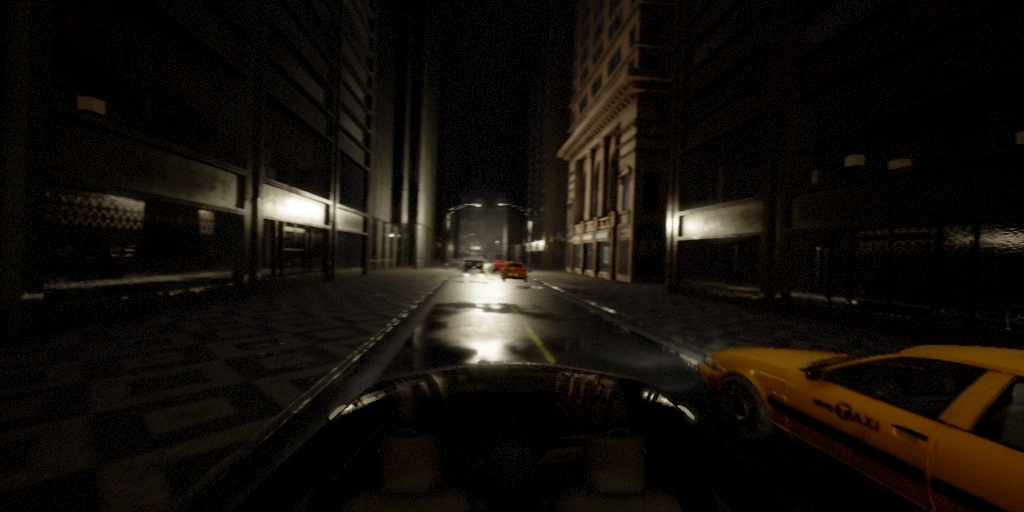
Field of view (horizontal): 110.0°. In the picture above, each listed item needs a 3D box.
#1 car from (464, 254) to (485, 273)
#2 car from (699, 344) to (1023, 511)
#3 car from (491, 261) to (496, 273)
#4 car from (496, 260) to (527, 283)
[{"bbox_3d":[-4.253,0.832,40.547,2.150,2.045,5.566,2,0,-6],"label":"car"},{"bbox_3d":[3.648,1.329,2.643,1.801,1.575,5.366,2,0,-6],"label":"car"},{"bbox_3d":[-1.368,1.236,41.987,1.812,1.442,4.674,2,0,-5],"label":"car"},{"bbox_3d":[0.063,1.224,28.650,1.882,1.535,5.008,2,0,-6],"label":"car"}]
